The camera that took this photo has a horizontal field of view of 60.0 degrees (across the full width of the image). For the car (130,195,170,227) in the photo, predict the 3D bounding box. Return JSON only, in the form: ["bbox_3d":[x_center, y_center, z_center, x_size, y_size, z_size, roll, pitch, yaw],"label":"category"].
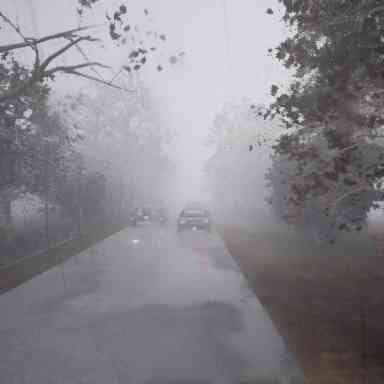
[{"bbox_3d":[-2.779,1.224,23.220,2.150,2.045,5.566,0,0,1],"label":"car"}]

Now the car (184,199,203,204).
[{"bbox_3d":[0.189,1.505,37.471,1.837,1.490,4.892,0,0,0],"label":"car"}]

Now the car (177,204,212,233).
[{"bbox_3d":[0.133,1.601,19.486,1.895,1.301,4.718,0,0,0],"label":"car"}]
